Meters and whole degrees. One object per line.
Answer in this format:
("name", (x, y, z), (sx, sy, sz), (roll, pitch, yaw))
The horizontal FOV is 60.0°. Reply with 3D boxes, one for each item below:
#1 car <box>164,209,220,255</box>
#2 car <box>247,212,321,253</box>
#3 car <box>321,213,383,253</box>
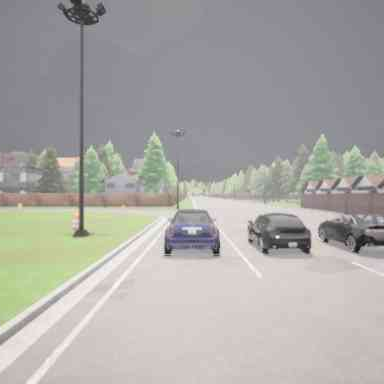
("car", (0.004, 1.486, 14.115), (2.097, 1.767, 4.553), (0, -1, 0))
("car", (3.608, 1.646, 14.368), (1.837, 1.490, 4.892), (0, 0, 0))
("car", (7.107, 1.630, 14.375), (2.128, 1.511, 4.902), (0, 0, 0))
